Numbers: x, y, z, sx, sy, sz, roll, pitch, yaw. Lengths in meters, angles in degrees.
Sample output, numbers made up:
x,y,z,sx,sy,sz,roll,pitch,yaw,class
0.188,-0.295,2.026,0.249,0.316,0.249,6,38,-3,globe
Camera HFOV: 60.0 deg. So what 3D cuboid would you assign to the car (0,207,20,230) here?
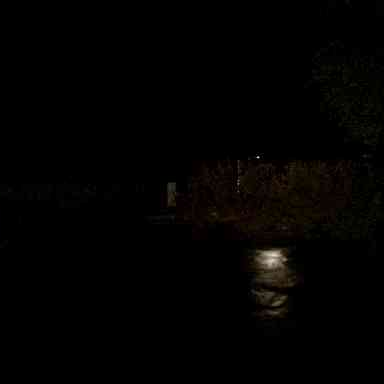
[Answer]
x,y,z,sx,sy,sz,roll,pitch,yaw,class
-12.950,1.555,19.776,2.128,1.511,4.902,0,0,40,car
